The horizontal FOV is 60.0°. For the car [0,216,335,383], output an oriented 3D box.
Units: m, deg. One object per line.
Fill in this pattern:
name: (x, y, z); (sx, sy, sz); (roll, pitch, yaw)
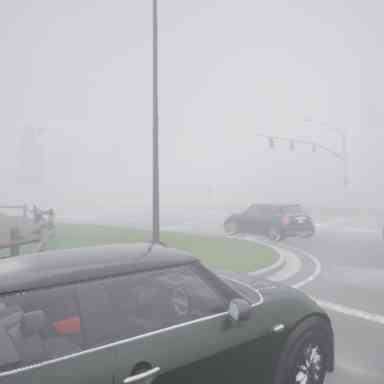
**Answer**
car: (-0.514, 1.345, 3.450); (4.553, 1.767, 2.097); (0, 0, -37)

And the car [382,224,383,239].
car: (9.029, 1.420, 12.180); (2.128, 1.511, 4.902); (0, 0, -1)

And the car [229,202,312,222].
car: (3.587, 1.291, 16.287); (2.097, 1.767, 4.553); (-1, 0, -32)
